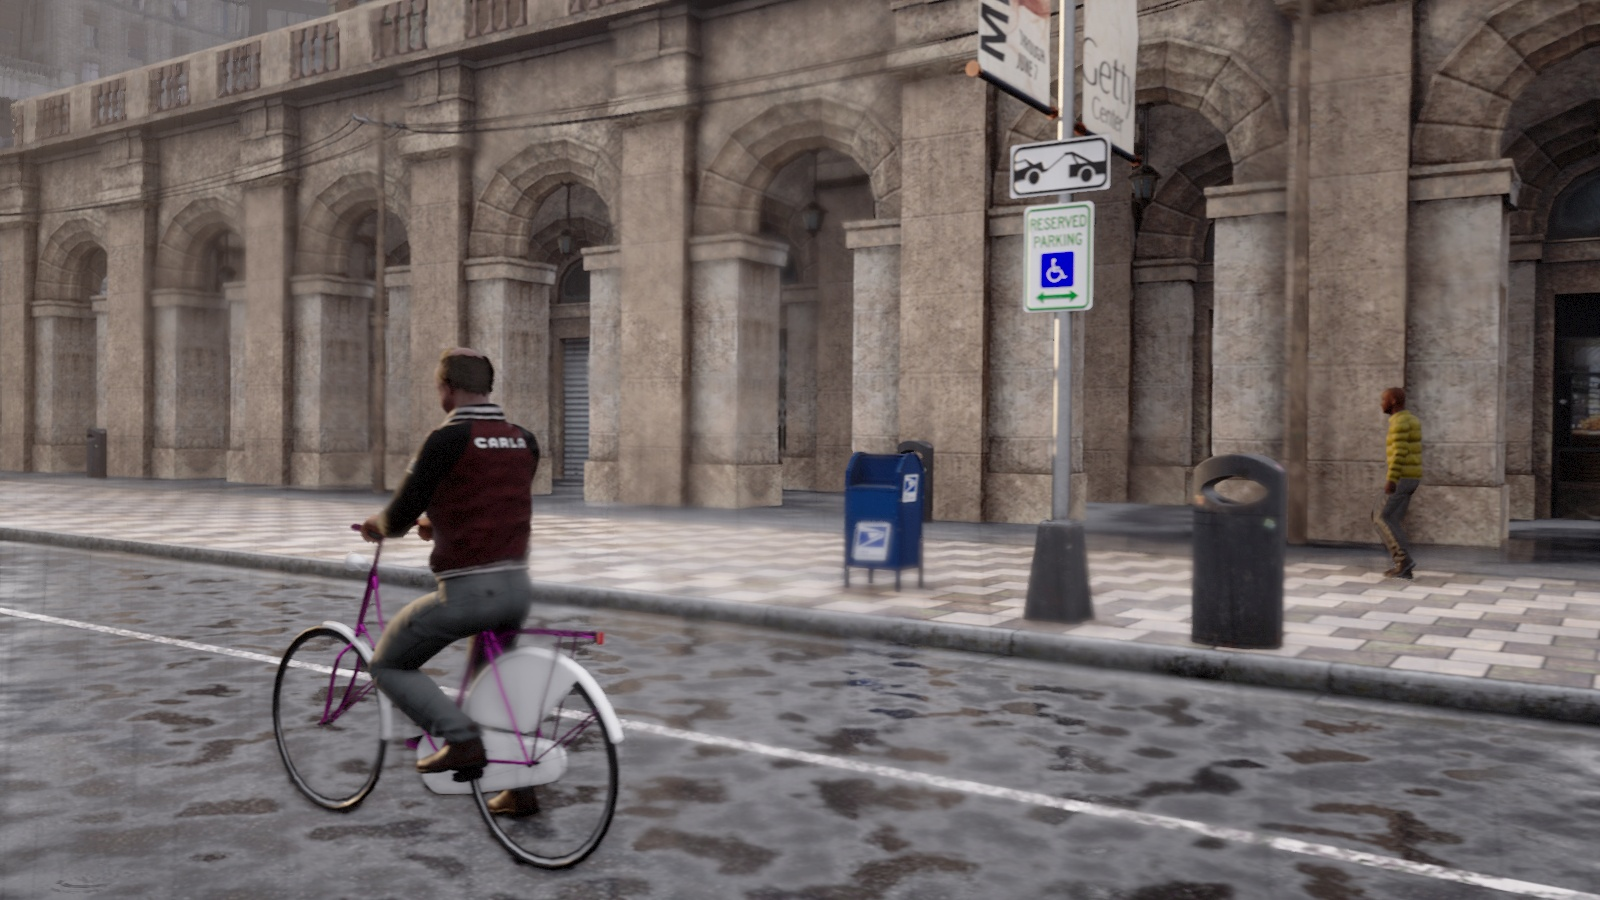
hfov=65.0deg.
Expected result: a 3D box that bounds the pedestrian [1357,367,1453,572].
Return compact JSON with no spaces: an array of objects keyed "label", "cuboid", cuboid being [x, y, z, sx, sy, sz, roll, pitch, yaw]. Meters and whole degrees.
[{"label":"pedestrian","cuboid":[5.595,0.175,11.623,0.726,1.835,0.370,0,1,41]}]

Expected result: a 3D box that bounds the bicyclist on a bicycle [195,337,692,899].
[{"label":"bicyclist on a bicycle","cuboid":[-1.322,0.545,4.500,1.843,1.776,0.659,0,1,34]}]
